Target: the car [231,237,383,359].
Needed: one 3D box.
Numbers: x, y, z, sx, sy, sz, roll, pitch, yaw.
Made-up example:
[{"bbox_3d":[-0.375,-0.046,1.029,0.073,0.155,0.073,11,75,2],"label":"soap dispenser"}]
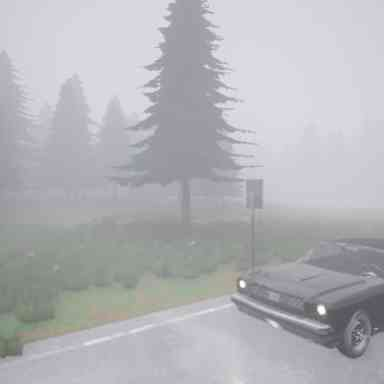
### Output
[{"bbox_3d":[2.987,1.576,6.058,4.718,1.301,1.895,0,0,-35],"label":"car"}]
